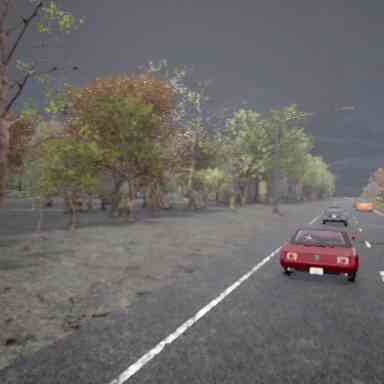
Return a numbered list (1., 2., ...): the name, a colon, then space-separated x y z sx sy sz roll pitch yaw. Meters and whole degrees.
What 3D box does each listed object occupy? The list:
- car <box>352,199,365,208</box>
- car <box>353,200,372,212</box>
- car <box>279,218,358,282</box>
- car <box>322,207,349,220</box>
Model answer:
1. car: 33.170 2.279 66.206 2.097 1.767 4.553 0 -1 24
2. car: 26.747 2.082 51.817 2.097 1.767 4.553 0 -1 24
3. car: 4.067 1.733 10.415 1.895 1.301 4.718 0 -1 24
4. car: 11.597 1.901 26.975 2.033 1.411 5.357 0 -1 24
